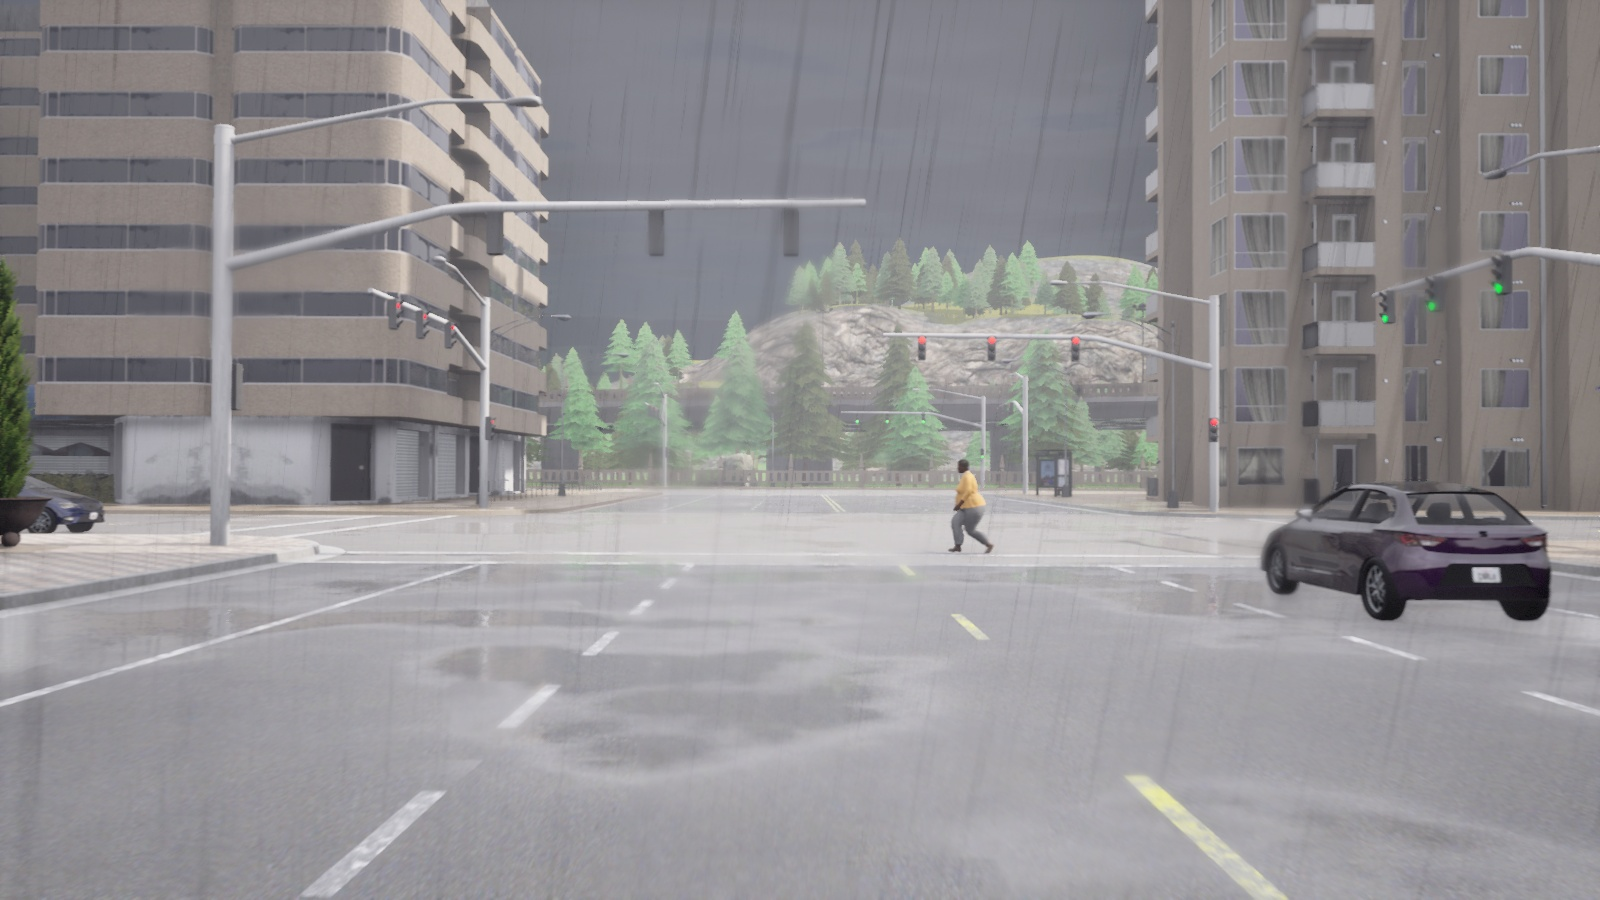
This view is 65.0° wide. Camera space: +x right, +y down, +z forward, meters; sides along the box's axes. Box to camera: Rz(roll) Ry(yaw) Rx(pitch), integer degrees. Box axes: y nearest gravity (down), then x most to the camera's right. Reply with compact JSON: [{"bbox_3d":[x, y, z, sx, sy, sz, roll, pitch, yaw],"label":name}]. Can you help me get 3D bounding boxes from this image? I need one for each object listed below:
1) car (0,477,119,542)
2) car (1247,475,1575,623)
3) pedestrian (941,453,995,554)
[{"bbox_3d":[-18.711,1.401,29.730,4.193,1.474,1.816,0,-1,0],"label":"car"},{"bbox_3d":[6.965,1.050,14.882,1.816,1.474,4.193,0,-1,0],"label":"car"},{"bbox_3d":[3.153,0.995,23.657,0.900,1.855,0.874,0,-1,1],"label":"pedestrian"}]
